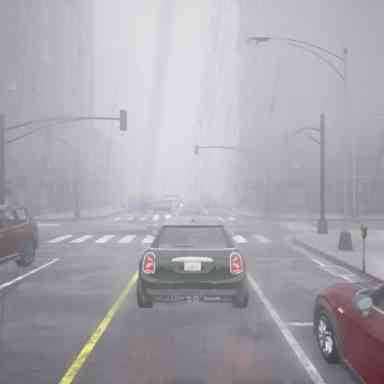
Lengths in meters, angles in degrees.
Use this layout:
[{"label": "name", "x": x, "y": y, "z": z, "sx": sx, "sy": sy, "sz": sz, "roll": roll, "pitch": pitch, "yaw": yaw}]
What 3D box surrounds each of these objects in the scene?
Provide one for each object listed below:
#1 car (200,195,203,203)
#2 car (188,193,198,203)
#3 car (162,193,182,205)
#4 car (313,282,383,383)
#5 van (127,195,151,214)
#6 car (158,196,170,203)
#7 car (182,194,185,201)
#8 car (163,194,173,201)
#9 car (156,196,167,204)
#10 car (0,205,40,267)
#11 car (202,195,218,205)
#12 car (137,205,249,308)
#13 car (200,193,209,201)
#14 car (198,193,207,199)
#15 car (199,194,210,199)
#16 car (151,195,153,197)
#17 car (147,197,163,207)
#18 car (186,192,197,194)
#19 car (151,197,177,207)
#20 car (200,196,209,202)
[{"label": "car", "x": 2.743, "y": 1.543, "z": 52.404, "sx": 2.008, "sy": 1.369, "sz": 4.403, "roll": 0, "pitch": 0, "yaw": 0}, {"label": "car", "x": 0.150, "y": 1.514, "z": 66.629, "sx": 1.812, "sy": 1.442, "sz": 4.674, "roll": 0, "pitch": 0, "yaw": 0}, {"label": "car", "x": -3.020, "y": 1.206, "z": 49.670, "sx": 2.150, "sy": 2.045, "sz": 5.566, "roll": 0, "pitch": 1, "yaw": 1}, {"label": "car", "x": 2.672, "y": 1.440, "z": 3.148, "sx": 1.967, "sy": 1.590, "sz": 4.097, "roll": 0, "pitch": 0, "yaw": 0}, {"label": "van", "x": -5.807, "y": 1.336, "z": 35.606, "sx": 1.690, "sy": 1.788, "sz": 3.998, "roll": 0, "pitch": 0, "yaw": 0}, {"label": "car", "x": -5.758, "y": 1.538, "z": 69.181, "sx": 2.008, "sy": 1.369, "sz": 4.403, "roll": 0, "pitch": 0, "yaw": 0}, {"label": "car", "x": -2.904, "y": 1.589, "z": 67.900, "sx": 1.895, "sy": 1.301, "sz": 4.718, "roll": 0, "pitch": 0, "yaw": 0}, {"label": "car", "x": -5.742, "y": 1.300, "z": 80.372, "sx": 2.192, "sy": 1.841, "sz": 5.009, "roll": 0, "pitch": 0, "yaw": 0}, {"label": "car", "x": -5.767, "y": 1.514, "z": 63.415, "sx": 1.752, "sy": 1.417, "sz": 4.829, "roll": 0, "pitch": 0, "yaw": 0}, {"label": "car", "x": -5.846, "y": 1.314, "z": 8.658, "sx": 2.192, "sy": 1.841, "sz": 5.009, "roll": 0, "pitch": 0, "yaw": 0}, {"label": "car", "x": 2.735, "y": 1.519, "z": 46.979, "sx": 1.752, "sy": 1.417, "sz": 4.829, "roll": 0, "pitch": 0, "yaw": 0}, {"label": "car", "x": 0.021, "y": 1.352, "z": 8.076, "sx": 2.097, "sy": 1.767, "sz": 4.553, "roll": 0, "pitch": 0, "yaw": 0}, {"label": "car", "x": 3.125, "y": 1.208, "z": 86.603, "sx": 2.150, "sy": 2.045, "sz": 5.566, "roll": 0, "pitch": 0, "yaw": 0}, {"label": "car", "x": 2.759, "y": 1.304, "z": 63.592, "sx": 2.192, "sy": 1.841, "sz": 5.009, "roll": 0, "pitch": 0, "yaw": 0}, {"label": "car", "x": 2.751, "y": 1.556, "z": 57.998, "sx": 1.947, "sy": 1.339, "sz": 4.313, "roll": 0, "pitch": 0, "yaw": 0}, {"label": "car", "x": -5.799, "y": 1.309, "z": 41.202, "sx": 2.192, "sy": 1.841, "sz": 5.009, "roll": 0, "pitch": 0, "yaw": 0}, {"label": "car", "x": -5.783, "y": 1.536, "z": 52.394, "sx": 1.887, "sy": 1.381, "sz": 4.507, "roll": 0, "pitch": 0, "yaw": 0}, {"label": "car", "x": 0.110, "y": 1.360, "z": 76.595, "sx": 1.812, "sy": 1.442, "sz": 4.674, "roll": 0, "pitch": 0, "yaw": 0}, {"label": "car", "x": -3.050, "y": 1.543, "z": 36.060, "sx": 2.033, "sy": 1.411, "sz": 5.357, "roll": 0, "pitch": 0, "yaw": 0}, {"label": "car", "x": 2.776, "y": 1.568, "z": 74.781, "sx": 1.802, "sy": 1.307, "sz": 4.206, "roll": 0, "pitch": 0, "yaw": 0}]
